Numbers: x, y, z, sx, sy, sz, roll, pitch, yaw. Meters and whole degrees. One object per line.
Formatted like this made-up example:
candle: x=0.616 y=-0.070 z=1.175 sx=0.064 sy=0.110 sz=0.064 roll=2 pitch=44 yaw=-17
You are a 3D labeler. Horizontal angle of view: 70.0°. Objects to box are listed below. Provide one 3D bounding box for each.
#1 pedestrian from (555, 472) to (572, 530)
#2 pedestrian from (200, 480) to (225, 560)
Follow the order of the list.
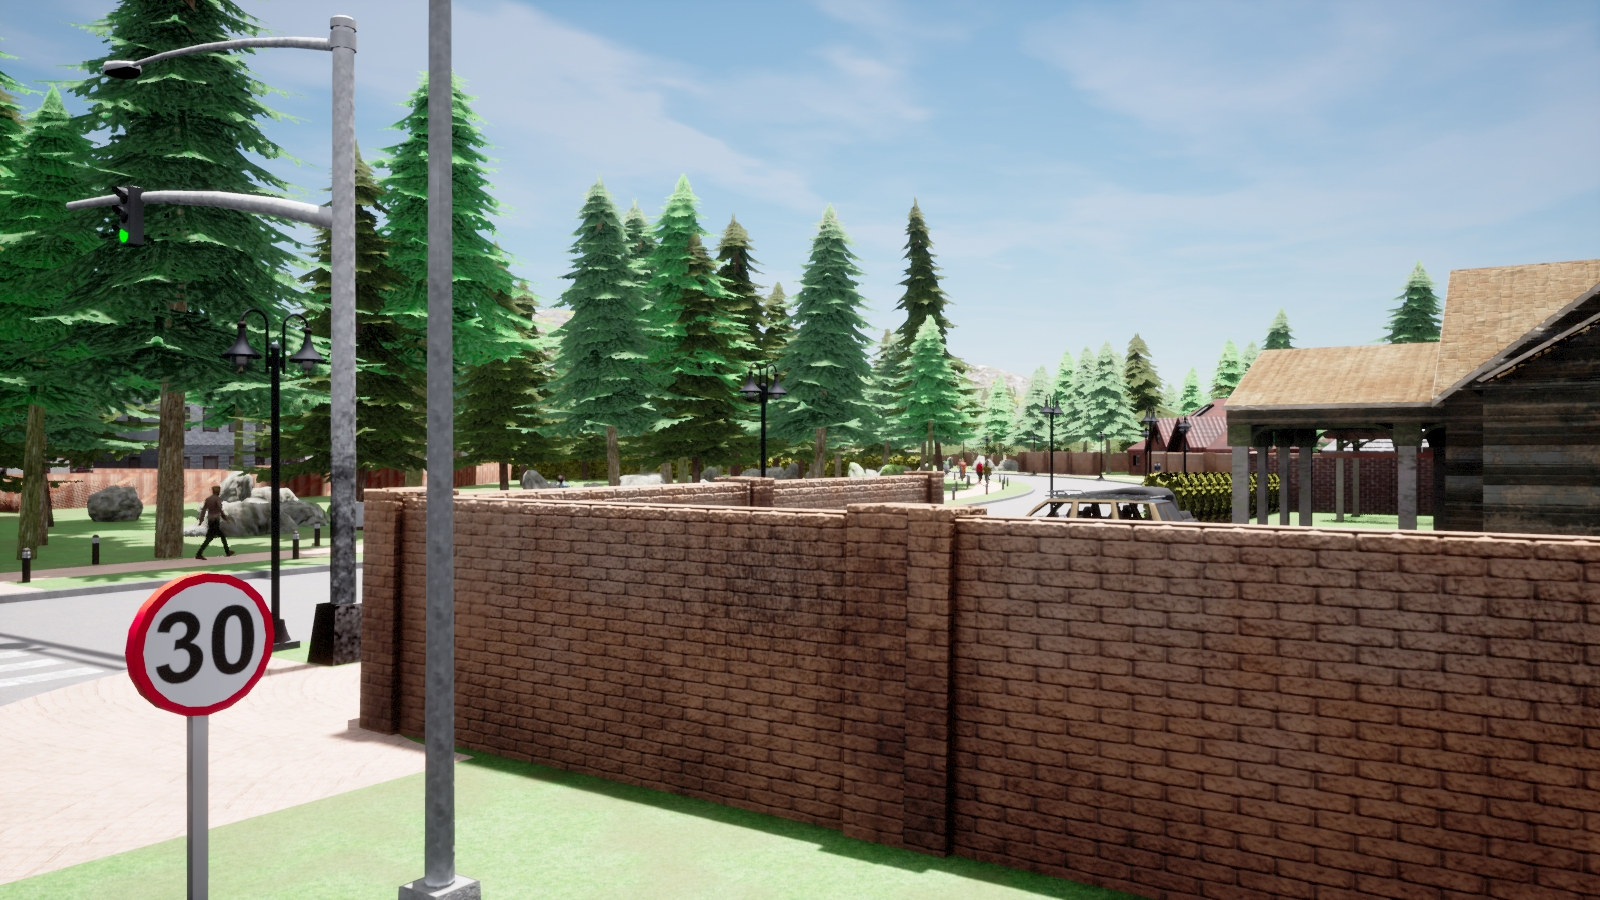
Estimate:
pedestrian: x=-7.701 y=1.646 z=37.150 sx=0.375 sy=1.860 sz=0.375 roll=0 pitch=0 yaw=34
pedestrian: x=-13.921 y=1.647 z=27.068 sx=0.375 sy=1.860 sz=0.375 roll=0 pitch=0 yaw=28
